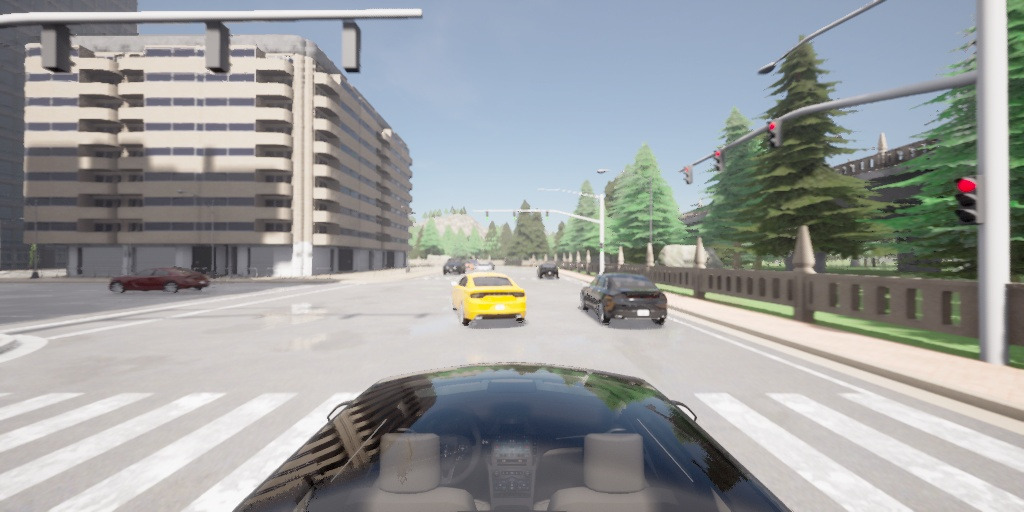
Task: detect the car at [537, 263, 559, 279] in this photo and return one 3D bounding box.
[{"bbox_3d":[3.609,1.483,36.691,1.882,1.535,5.008,0,0,0],"label":"car"}]

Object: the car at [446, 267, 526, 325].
[{"bbox_3d":[-0.995,1.310,12.415,1.882,1.535,5.008,1,-1,-15],"label":"car"}]

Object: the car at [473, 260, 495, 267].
[{"bbox_3d":[-3.574,1.603,46.471,1.812,1.442,4.674,0,0,0],"label":"car"}]

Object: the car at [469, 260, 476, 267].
[{"bbox_3d":[-7.285,1.516,58.286,2.097,1.767,4.553,0,0,-3],"label":"car"}]

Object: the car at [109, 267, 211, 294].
[{"bbox_3d":[-21.064,1.429,21.520,5.008,1.535,1.882,0,0,-1],"label":"car"}]

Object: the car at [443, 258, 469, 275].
[{"bbox_3d":[-7.085,1.282,44.552,2.150,2.045,5.566,0,0,1],"label":"car"}]

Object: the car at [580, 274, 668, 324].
[{"bbox_3d":[3.603,1.332,12.255,1.837,1.490,4.892,0,0,0],"label":"car"}]
